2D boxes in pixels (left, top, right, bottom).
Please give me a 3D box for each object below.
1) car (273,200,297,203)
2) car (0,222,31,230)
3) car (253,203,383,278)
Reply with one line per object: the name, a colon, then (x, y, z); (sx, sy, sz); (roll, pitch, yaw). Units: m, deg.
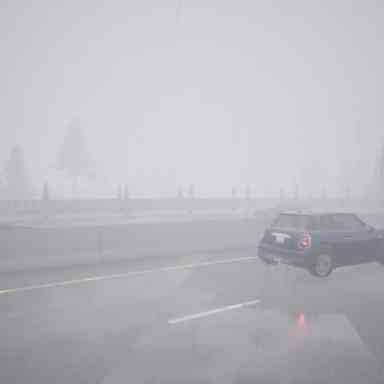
car: (7.382, 1.464, 27.497); (5.008, 1.535, 1.882); (0, 0, -22)
car: (-8.159, 1.487, 10.981); (5.357, 1.411, 2.033); (0, 0, -35)
car: (4.269, 1.337, 10.224); (4.553, 1.767, 2.097); (0, 0, -30)
